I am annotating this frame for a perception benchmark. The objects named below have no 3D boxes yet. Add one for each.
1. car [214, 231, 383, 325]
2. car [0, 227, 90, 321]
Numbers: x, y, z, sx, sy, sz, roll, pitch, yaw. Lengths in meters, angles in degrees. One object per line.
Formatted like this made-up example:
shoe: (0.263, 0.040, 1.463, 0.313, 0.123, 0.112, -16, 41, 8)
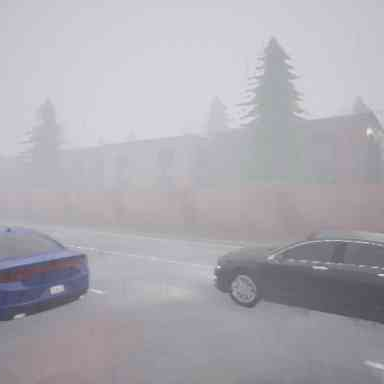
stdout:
car: (2.728, 1.508, 6.346, 4.892, 1.490, 1.837, 0, 0, 36)
car: (-4.286, 1.491, 7.050, 5.008, 1.535, 1.882, 0, 0, 36)
